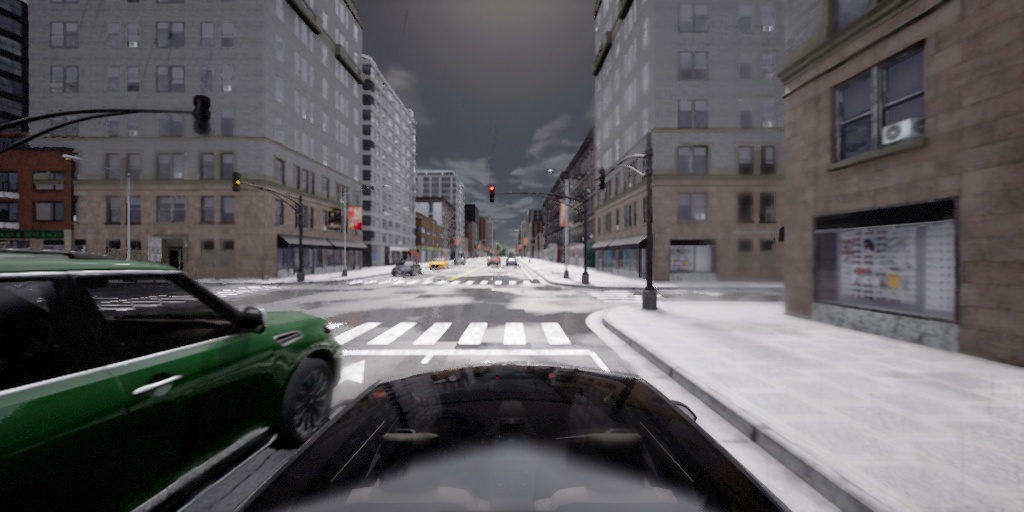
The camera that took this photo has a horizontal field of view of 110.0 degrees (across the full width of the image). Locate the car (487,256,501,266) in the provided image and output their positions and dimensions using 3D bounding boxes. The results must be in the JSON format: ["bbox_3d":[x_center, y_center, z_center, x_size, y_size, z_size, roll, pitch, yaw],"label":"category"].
[{"bbox_3d":[-3.319,1.101,62.700,1.895,1.301,4.718,0,0,0],"label":"car"}]

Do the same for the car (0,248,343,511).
[{"bbox_3d":[-3.148,0.971,2.039,2.150,2.045,5.566,0,0,0],"label":"car"}]

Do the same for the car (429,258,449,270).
[{"bbox_3d":[-9.882,1.040,48.708,1.882,1.535,5.008,0,0,0],"label":"car"}]

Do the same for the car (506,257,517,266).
[{"bbox_3d":[-0.069,1.064,62.674,1.994,1.385,4.181,0,0,0],"label":"car"}]

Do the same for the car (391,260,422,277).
[{"bbox_3d":[-9.880,1.150,33.995,1.812,1.442,4.674,0,0,1],"label":"car"}]
